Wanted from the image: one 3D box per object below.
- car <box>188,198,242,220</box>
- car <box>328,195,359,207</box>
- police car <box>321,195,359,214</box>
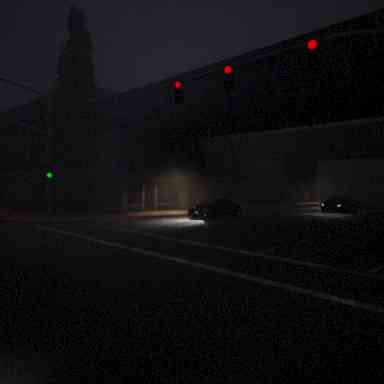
[{"bbox_3d":[1.688,1.139,23.358,1.994,1.385,4.181,2,2,44],"label":"car"},{"bbox_3d":[18.481,1.047,40.550,1.895,1.301,4.718,2,2,45],"label":"car"},{"bbox_3d":[13.415,1.088,30.230,2.038,1.542,4.974,2,2,44],"label":"police car"}]
